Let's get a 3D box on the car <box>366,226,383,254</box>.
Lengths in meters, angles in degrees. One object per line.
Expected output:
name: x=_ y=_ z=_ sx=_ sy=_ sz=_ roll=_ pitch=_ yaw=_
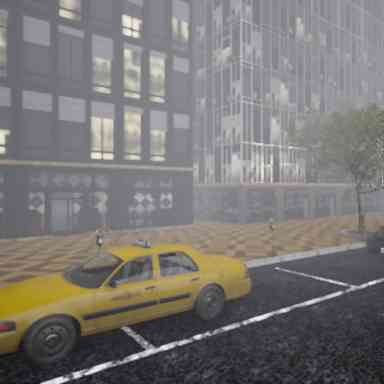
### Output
car: x=8.301 y=1.605 z=12.468 sx=4.313 sy=1.339 sz=1.947 roll=0 pitch=-1 yaw=-35

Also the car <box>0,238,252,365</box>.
car: x=-1.101 y=1.533 z=5.782 sx=4.829 sy=1.417 sz=1.752 roll=0 pitch=-1 yaw=-35
